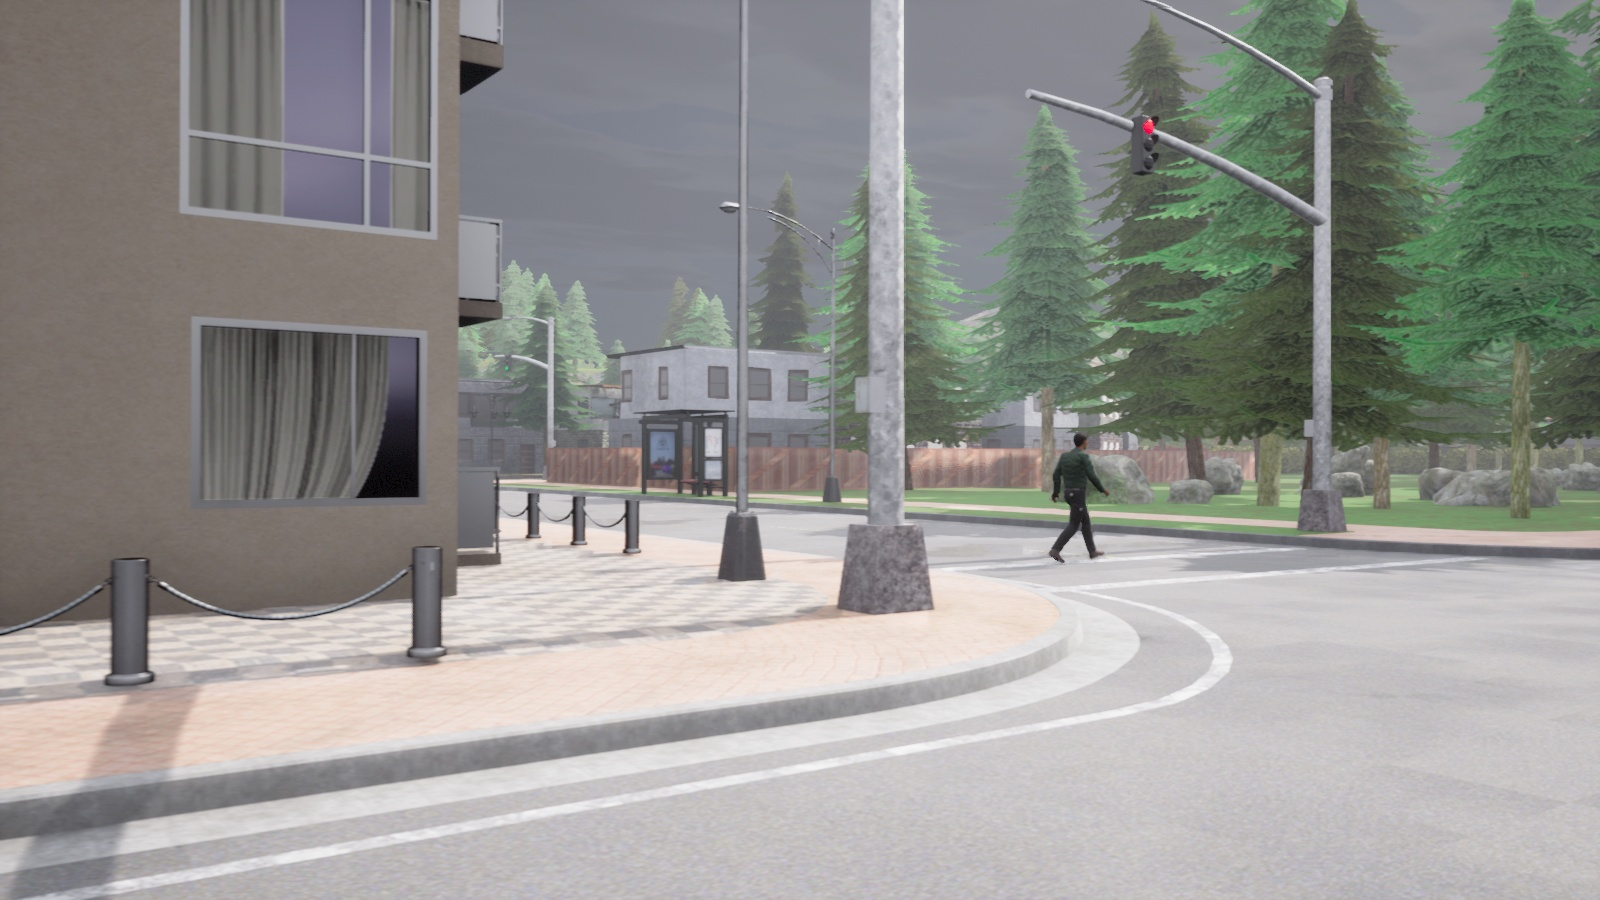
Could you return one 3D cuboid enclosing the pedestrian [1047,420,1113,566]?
[{"bbox_3d":[3.826,0.579,17.149,0.788,1.949,0.423,0,0,-27],"label":"pedestrian"}]
